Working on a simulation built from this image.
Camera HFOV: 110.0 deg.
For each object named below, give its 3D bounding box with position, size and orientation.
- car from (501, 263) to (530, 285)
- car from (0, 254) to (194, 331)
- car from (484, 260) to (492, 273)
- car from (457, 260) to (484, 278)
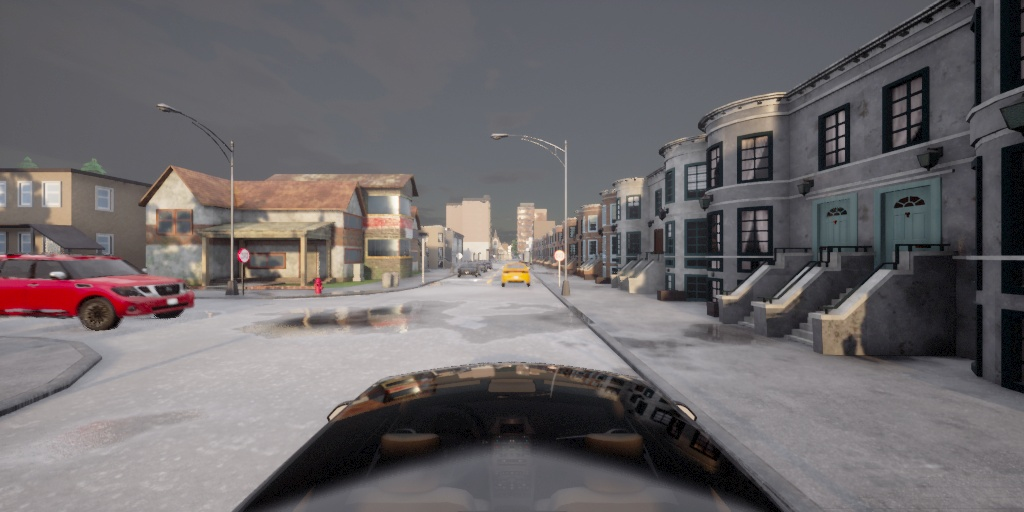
[{"bbox_3d":[0.232,1.227,25.743,1.882,1.535,5.008,0,0,-1],"label":"car"},{"bbox_3d":[-12.714,0.971,10.493,5.566,2.045,2.150,0,0,0],"label":"car"},{"bbox_3d":[-3.993,1.241,43.563,2.128,1.511,4.902,0,0,0],"label":"car"},{"bbox_3d":[-4.025,1.255,34.189,1.837,1.490,4.892,0,0,0],"label":"car"}]
